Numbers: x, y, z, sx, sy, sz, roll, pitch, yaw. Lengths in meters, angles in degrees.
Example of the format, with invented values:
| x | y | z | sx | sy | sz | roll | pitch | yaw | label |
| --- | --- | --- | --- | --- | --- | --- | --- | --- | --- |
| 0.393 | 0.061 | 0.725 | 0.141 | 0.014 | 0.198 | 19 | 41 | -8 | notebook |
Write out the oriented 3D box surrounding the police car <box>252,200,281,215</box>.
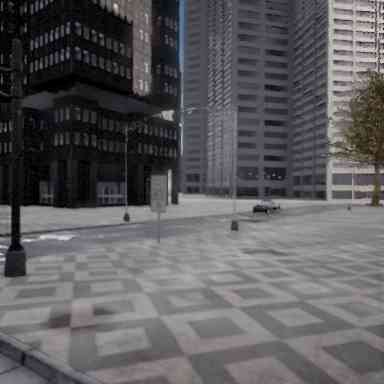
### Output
| x | y | z | sx | sy | sz | roll | pitch | yaw | label |
| --- | --- | --- | --- | --- | --- | --- | --- | --- | --- |
| 8.763 | 1.745 | 39.113 | 1.930 | 1.638 | 5.238 | 1 | 0 | 36 | police car |
